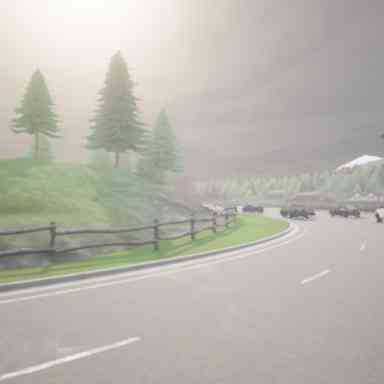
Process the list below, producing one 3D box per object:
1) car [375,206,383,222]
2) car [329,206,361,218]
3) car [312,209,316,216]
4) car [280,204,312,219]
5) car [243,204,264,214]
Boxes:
[{"bbox_3d":[18.592,1.861,30.060,2.150,2.045,5.566,0,-1,9],"label":"car"},{"bbox_3d":[18.953,2.404,41.312,1.812,1.442,4.674,0,-1,-7],"label":"car"},{"bbox_3d":[14.895,2.523,45.044,1.994,1.385,4.181,0,-1,-10],"label":"car"},{"bbox_3d":[12.050,2.195,39.606,2.097,1.767,4.553,0,-1,-2],"label":"car"},{"bbox_3d":[9.682,2.603,52.763,1.882,1.535,5.008,0,-1,-14],"label":"car"}]
